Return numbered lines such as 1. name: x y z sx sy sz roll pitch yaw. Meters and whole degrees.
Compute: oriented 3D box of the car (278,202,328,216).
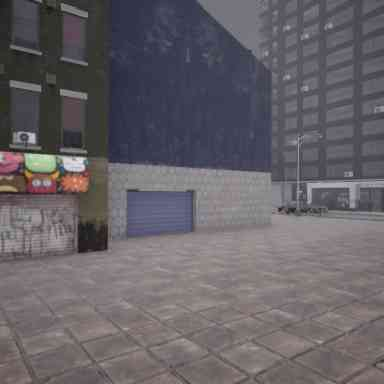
1. car: 10.892 1.633 32.835 1.895 1.301 4.718 1 0 -36
